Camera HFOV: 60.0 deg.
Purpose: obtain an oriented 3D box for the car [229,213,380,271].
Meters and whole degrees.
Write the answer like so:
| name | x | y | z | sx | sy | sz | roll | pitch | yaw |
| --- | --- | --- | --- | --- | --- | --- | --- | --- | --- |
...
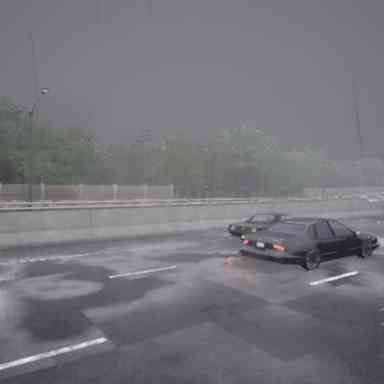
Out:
| name | x | y | z | sx | sy | sz | roll | pitch | yaw |
| --- | --- | --- | --- | --- | --- | --- | --- | --- | --- |
| car | 3.986 | 1.542 | 10.884 | 5.357 | 1.411 | 2.033 | 0 | 0 | -35 |

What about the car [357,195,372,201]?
| name | x | y | z | sx | sy | sz | roll | pitch | yaw |
| --- | --- | --- | --- | --- | --- | --- | --- | --- | --- |
| car | 41.682 | 1.508 | 81.094 | 1.812 | 1.442 | 4.674 | 1 | 1 | 38 |

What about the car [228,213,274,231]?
| name | x | y | z | sx | sy | sz | roll | pitch | yaw |
| --- | --- | --- | --- | --- | --- | --- | --- | --- | --- |
| car | 4.006 | 1.594 | 15.195 | 4.718 | 1.301 | 1.895 | 0 | 0 | -35 |
